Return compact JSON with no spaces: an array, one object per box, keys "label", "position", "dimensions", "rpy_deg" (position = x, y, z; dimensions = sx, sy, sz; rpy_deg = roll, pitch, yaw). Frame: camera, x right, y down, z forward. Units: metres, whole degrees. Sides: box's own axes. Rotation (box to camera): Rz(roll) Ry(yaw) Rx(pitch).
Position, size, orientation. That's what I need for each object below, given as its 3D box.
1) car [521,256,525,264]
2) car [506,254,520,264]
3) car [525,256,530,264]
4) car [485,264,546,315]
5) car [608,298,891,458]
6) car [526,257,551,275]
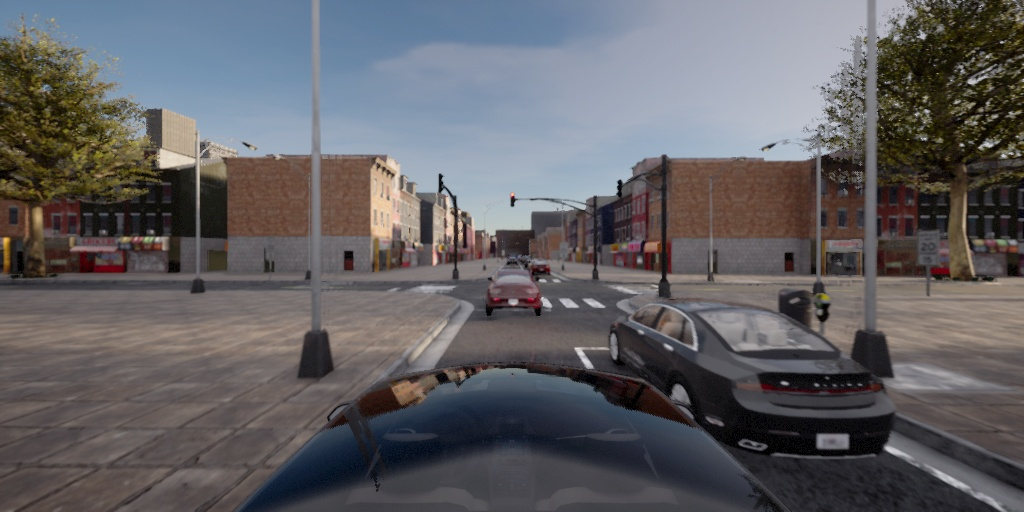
[{"label":"car","position":[2.664,0.969,51.202],"dimensions":[1.948,1.339,4.313],"rpy_deg":[0,0,0]},{"label":"car","position":[0.082,0.847,63.692],"dimensions":[1.837,1.490,4.892],"rpy_deg":[0,0,1]},{"label":"car","position":[2.658,0.995,40.014],"dimensions":[1.751,1.417,4.829],"rpy_deg":[0,0,0]},{"label":"car","position":[0.064,1.185,13.005],"dimensions":[1.812,1.442,4.674],"rpy_deg":[0,0,0]},{"label":"car","position":[2.639,1.272,5.136],"dimensions":[2.007,1.370,4.403],"rpy_deg":[0,0,0]},{"label":"car","position":[2.655,1.051,34.165],"dimensions":[1.888,1.381,4.507],"rpy_deg":[0,0,0]}]
